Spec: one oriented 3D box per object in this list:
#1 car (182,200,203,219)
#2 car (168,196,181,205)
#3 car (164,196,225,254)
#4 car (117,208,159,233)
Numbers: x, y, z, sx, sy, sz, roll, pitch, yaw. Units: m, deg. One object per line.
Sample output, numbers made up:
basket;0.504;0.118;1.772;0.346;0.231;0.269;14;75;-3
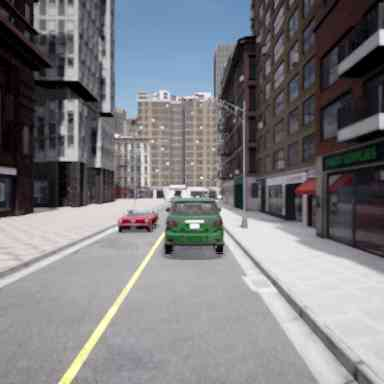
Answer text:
car;0.046;1.529;30.476;1.837;1.490;4.892;0;0;0
car;-3.158;1.485;61.534;2.128;1.511;4.902;0;0;0
car;0.083;1.239;13.796;2.150;2.045;5.566;0;0;0
car;-3.129;1.625;19.933;1.895;1.301;4.718;0;0;0
